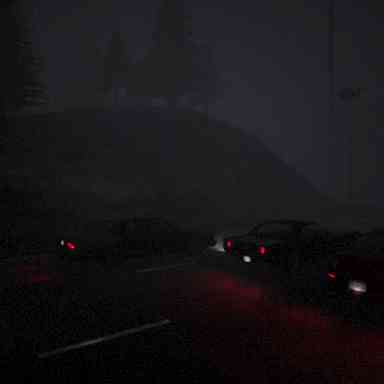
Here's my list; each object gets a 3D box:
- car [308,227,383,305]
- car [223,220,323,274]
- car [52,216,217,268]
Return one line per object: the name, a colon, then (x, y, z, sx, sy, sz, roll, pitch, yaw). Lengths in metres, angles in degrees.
car: (4.763, 1.460, 7.147, 4.674, 1.442, 1.812, -1, 0, -36)
car: (3.319, 1.529, 10.416, 4.718, 1.301, 1.895, -1, 0, -36)
car: (-1.713, 1.506, 11.124, 5.357, 1.411, 2.033, -1, 0, -36)
